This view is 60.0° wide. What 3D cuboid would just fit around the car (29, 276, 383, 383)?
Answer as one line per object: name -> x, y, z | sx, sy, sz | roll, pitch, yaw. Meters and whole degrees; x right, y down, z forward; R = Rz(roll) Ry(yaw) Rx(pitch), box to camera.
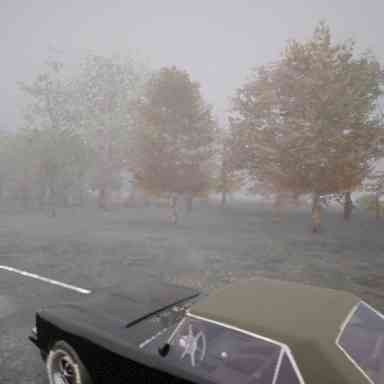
car -> 0.454, 1.572, 3.241 | 4.718, 1.301, 1.895 | 1, 1, 35
